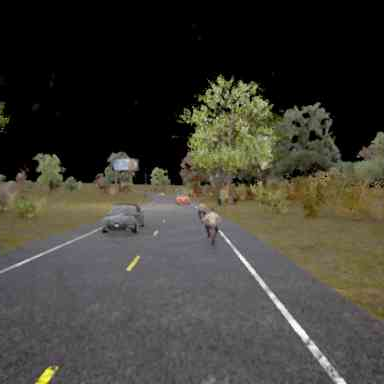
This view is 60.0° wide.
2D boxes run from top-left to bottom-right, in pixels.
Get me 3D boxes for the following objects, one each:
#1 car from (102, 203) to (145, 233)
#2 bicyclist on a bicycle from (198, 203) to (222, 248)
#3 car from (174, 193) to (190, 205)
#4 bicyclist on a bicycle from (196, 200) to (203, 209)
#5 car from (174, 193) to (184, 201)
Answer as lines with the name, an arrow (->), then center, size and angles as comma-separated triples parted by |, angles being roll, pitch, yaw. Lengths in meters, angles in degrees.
car -> -3.828, 1.448, 19.168 | 1.837, 1.490, 4.892 | 0, 0, -1
bicyclist on a bicycle -> 0.813, 1.395, 13.447 | 0.866, 1.612, 1.509 | 0, 0, -1
car -> -1.541, 1.157, 55.303 | 2.097, 1.767, 4.553 | 0, 0, -3
bicyclist on a bicycle -> 0.680, 1.363, 22.868 | 0.866, 1.612, 1.509 | 0, 0, -2
car -> -2.831, 1.080, 73.464 | 2.097, 1.767, 4.553 | 0, 0, -4
